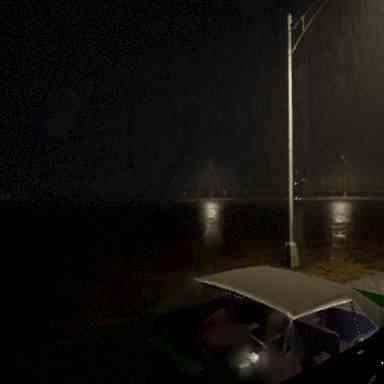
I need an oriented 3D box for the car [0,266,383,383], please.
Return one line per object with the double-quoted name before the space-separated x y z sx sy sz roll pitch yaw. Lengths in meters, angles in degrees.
"car" 0.516 1.578 3.317 4.718 1.301 1.895 -1 0 -36
